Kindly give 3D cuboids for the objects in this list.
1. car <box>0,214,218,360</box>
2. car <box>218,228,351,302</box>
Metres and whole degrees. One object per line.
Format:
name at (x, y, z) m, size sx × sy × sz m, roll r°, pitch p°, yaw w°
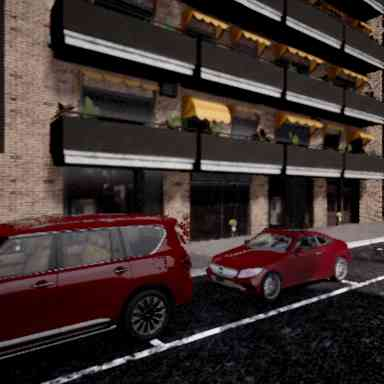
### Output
car at (-2.284, 1.319, 4.923) m, size 5.009 × 1.841 × 2.192 m, roll 0°, pitch 0°, yaw -36°
car at (2.291, 1.575, 8.216) m, size 4.206 × 1.307 × 1.802 m, roll 0°, pitch 0°, yaw -36°
